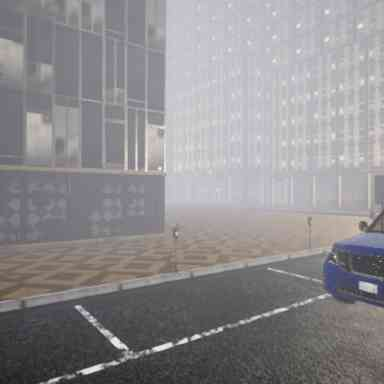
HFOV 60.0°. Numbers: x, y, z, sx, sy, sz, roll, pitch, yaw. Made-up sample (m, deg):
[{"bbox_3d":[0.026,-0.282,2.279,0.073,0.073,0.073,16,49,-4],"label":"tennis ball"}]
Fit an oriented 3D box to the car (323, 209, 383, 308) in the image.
[{"bbox_3d":[5.137,1.215,7.024,5.566,2.045,2.150,0,0,-35],"label":"car"}]
